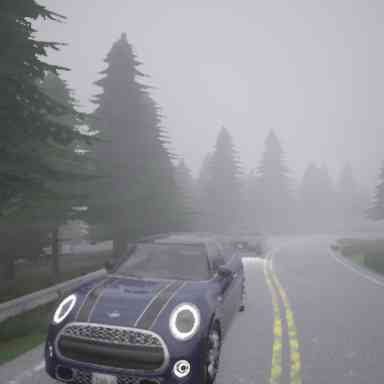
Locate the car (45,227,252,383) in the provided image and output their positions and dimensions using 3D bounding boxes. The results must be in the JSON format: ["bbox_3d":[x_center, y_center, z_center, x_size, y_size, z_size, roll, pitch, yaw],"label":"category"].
[{"bbox_3d":[-0.321,1.556,5.769,2.097,1.767,4.553,0,-3,16],"label":"car"}]

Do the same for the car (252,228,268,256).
[{"bbox_3d":[3.121,2.722,18.778,1.994,1.385,4.181,-1,-4,20],"label":"car"}]
